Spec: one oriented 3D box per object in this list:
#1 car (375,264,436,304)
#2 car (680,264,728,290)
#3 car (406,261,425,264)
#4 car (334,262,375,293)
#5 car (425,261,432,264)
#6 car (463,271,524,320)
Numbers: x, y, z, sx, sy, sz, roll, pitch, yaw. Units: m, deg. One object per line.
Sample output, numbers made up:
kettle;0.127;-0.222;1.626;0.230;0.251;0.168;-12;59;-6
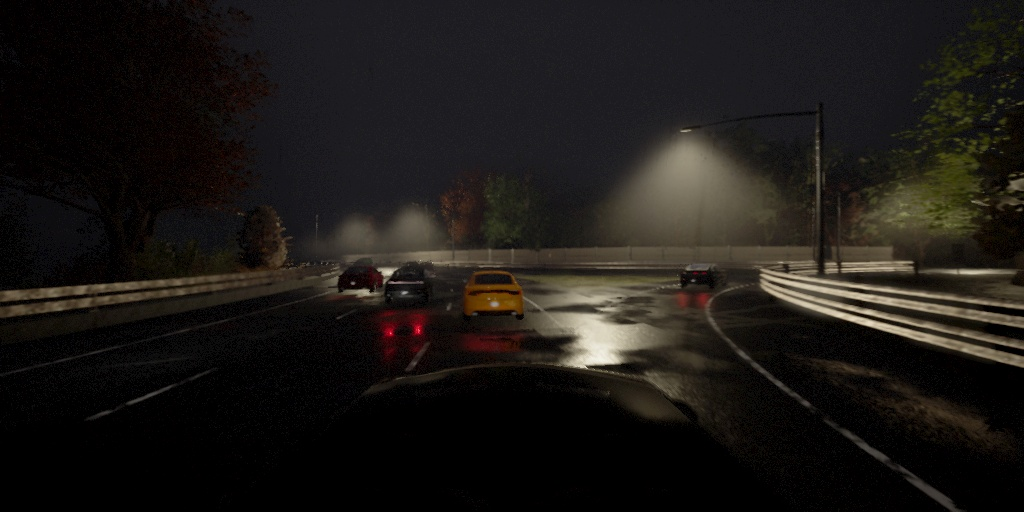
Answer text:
car;-4.722;1.305;16.981;2.128;1.511;4.902;0;0;-9
car;12.121;1.220;22.543;2.128;1.511;4.902;-1;0;42
car;-12.412;1.427;44.513;1.837;1.490;4.892;0;0;-23
car;-9.080;1.327;21.828;1.882;1.535;5.008;0;0;-11
car;-13.259;1.441;54.183;2.128;1.511;4.902;0;0;-28
car;-0.739;1.258;12.881;1.882;1.535;5.008;0;0;-6
